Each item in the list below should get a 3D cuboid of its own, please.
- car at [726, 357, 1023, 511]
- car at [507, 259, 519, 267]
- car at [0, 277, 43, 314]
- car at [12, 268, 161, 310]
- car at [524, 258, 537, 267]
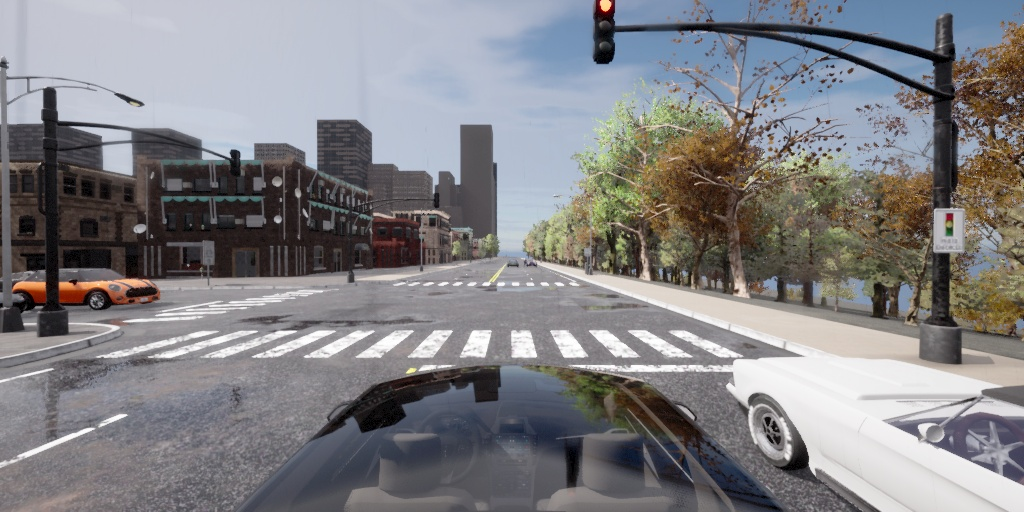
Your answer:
[{"bbox_3d":[3.350,1.351,1.900,1.895,1.301,4.718,0,0,0],"label":"car"},{"bbox_3d":[0.160,1.287,63.407,1.994,1.385,4.181,0,0,1],"label":"car"},{"bbox_3d":[-19.935,1.564,12.550,4.313,1.339,1.948,0,0,0],"label":"car"},{"bbox_3d":[-17.965,1.300,15.284,4.553,1.767,2.097,-1,1,-1],"label":"car"},{"bbox_3d":[3.422,1.323,63.685,1.895,1.301,4.718,0,0,0],"label":"car"}]
